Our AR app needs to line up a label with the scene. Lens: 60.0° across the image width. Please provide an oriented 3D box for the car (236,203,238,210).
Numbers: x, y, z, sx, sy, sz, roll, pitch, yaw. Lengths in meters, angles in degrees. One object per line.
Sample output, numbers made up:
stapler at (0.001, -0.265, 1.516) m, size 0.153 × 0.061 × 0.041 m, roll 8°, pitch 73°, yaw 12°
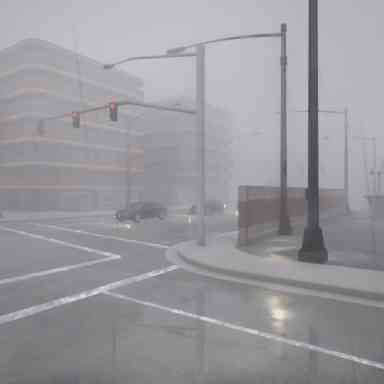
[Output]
car at (7.440, 1.600, 42.780) m, size 1.895 × 1.301 × 4.718 m, roll 0°, pitch 0°, yaw 35°

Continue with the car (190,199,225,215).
car at (1.676, 1.504, 34.412) m, size 1.837 × 1.490 × 4.892 m, roll 0°, pitch 0°, yaw 35°

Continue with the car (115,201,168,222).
car at (-3.913, 1.504, 26.289) m, size 1.837 × 1.490 × 4.892 m, roll 0°, pitch 0°, yaw 35°
